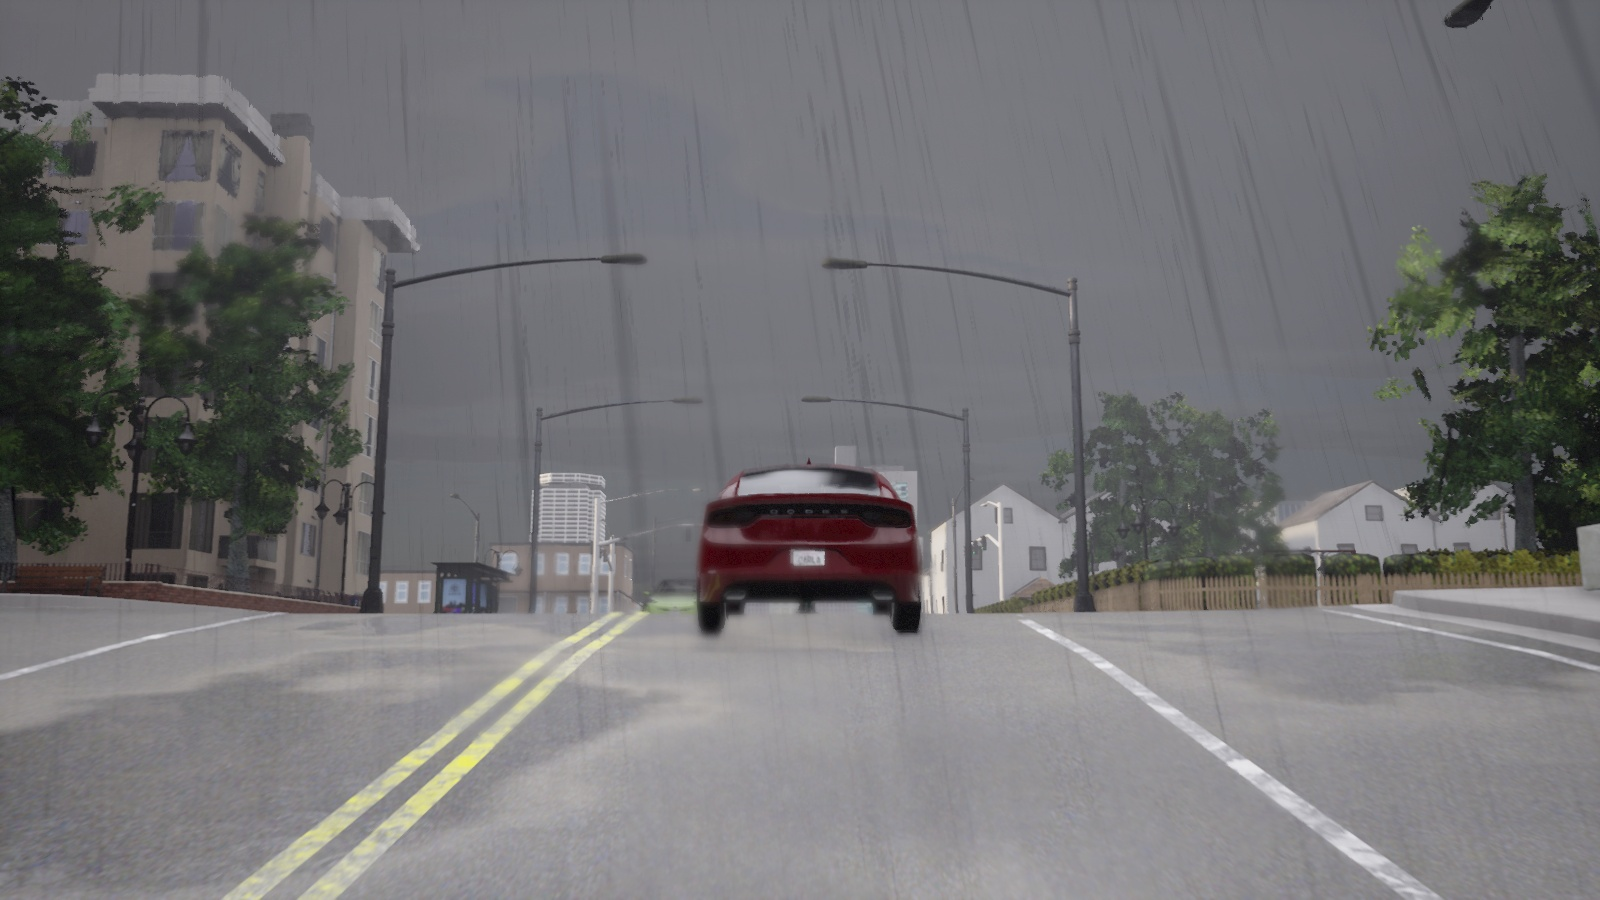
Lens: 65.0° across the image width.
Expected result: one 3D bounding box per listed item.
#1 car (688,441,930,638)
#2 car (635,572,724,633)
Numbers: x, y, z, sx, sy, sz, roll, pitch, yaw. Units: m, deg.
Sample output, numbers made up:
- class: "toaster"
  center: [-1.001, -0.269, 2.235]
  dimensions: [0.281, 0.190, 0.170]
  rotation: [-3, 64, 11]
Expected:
- class: "car"
  center: [0.085, 0.923, 12.319]
  dimensions: [1.882, 1.535, 5.008]
  rotation: [0, -5, 0]
- class: "car"
  center: [-3.287, 4.324, 35.201]
  dimensions: [2.007, 1.525, 4.514]
  rotation: [0, -9, 0]
